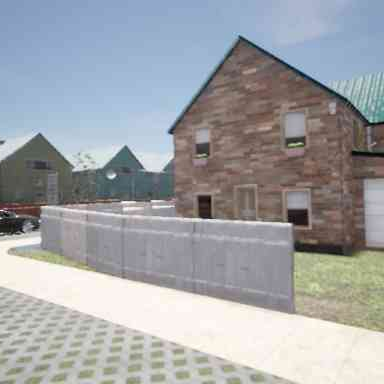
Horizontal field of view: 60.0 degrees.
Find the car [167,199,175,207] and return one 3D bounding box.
[{"bbox_3d":[-1.815,1.462,33.184,1.882,1.535,5.008,-2,-1,36],"label":"car"}]

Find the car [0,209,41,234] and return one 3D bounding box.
[{"bbox_3d":[-10.174,1.545,16.773,1.837,1.490,4.892,-2,-1,36],"label":"car"}]
